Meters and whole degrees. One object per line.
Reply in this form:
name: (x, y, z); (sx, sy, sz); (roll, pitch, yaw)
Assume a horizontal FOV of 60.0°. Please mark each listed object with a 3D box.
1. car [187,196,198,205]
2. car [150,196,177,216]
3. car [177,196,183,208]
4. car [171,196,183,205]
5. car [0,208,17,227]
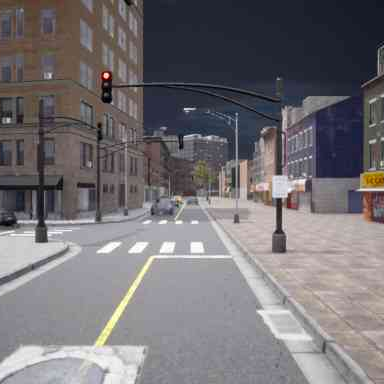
car: (0.118, 1.509, 59.158); (2.128, 1.511, 4.902); (0, 0, 0)
car: (-2.840, 1.356, 32.676); (2.097, 1.767, 4.553); (0, 0, 0)
car: (-2.832, 1.560, 49.425); (2.033, 1.411, 5.357); (0, 0, -1)
car: (-2.777, 1.498, 62.183); (1.882, 1.535, 5.008); (0, 1, 1)
car: (-13.515, 1.623, 21.314); (4.181, 1.385, 1.994); (0, 0, 8)
